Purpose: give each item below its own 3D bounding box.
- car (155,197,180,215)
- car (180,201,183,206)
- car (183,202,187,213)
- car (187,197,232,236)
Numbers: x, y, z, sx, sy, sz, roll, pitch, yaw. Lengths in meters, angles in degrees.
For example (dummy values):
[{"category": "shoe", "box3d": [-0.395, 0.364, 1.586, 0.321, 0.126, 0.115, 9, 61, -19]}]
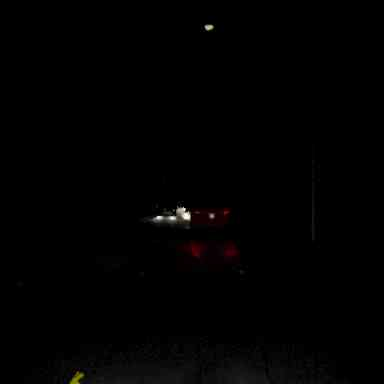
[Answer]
[{"category": "car", "box3d": [-2.843, 1.536, 37.576, 2.150, 2.045, 5.566, 0, -1, 0]}, {"category": "car", "box3d": [-2.752, 2.833, 79.317, 1.882, 1.535, 5.008, 0, -2, 0]}, {"category": "car", "box3d": [0.069, 2.021, 45.170, 1.812, 1.442, 4.674, 0, -2, 0]}, {"category": "car", "box3d": [0.961, 1.270, 18.737, 2.150, 2.045, 5.566, 0, 0, 0]}]
